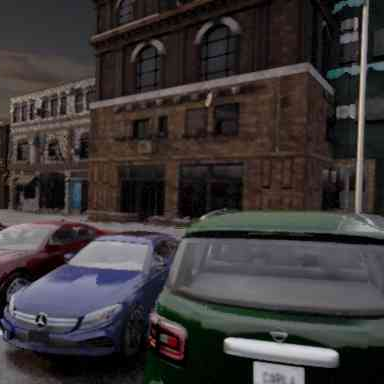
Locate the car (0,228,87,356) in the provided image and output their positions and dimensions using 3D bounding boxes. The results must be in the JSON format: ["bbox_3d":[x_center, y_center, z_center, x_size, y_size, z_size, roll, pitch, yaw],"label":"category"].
[{"bbox_3d":[-1.228,1.521,6.283,2.002,1.452,4.674,1,0,16],"label":"car"}]

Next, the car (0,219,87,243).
[{"bbox_3d":[-3.689,1.472,8.043,2.097,1.535,5.008,1,0,15],"label":"car"}]

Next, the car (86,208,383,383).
[{"bbox_3d":[1.231,1.233,4.562,2.435,2.045,5.566,0,-1,16],"label":"car"}]
